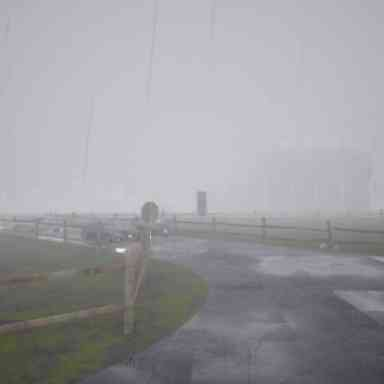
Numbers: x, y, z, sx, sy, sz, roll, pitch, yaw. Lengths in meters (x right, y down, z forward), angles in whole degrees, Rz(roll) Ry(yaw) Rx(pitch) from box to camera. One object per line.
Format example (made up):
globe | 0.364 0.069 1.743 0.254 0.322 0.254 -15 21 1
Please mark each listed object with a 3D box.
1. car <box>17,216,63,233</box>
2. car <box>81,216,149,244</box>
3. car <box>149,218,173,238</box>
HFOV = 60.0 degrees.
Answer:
car | -12.190 2.598 26.436 4.718 1.301 1.895 -2 -2 42
car | -4.752 2.271 19.404 4.181 1.385 1.994 -2 -2 44
car | -3.218 2.292 21.911 4.674 1.442 1.812 -2 -2 45
